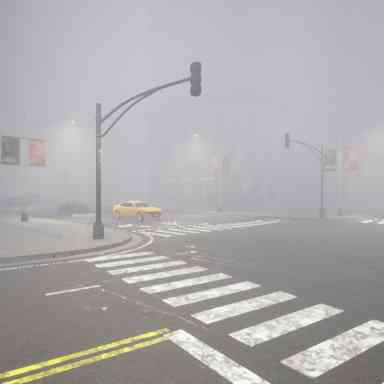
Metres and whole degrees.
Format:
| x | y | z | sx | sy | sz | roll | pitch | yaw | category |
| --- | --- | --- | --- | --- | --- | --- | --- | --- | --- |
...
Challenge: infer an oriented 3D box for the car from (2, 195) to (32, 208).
| x | y | z | sx | sy | sz | roll | pitch | yaw | category |
| --- | --- | --- | --- | --- | --- | --- | --- | --- | --- |
| -24.925 | 1.482 | 47.336 | 1.837 | 1.490 | 4.892 | 0 | 0 | -44 | car |

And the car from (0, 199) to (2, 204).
| x | y | z | sx | sy | sz | roll | pitch | yaw | category |
| --- | --- | --- | --- | --- | --- | --- | --- | --- | --- |
| -33.703 | 1.532 | 60.944 | 1.994 | 1.385 | 4.181 | 0 | 0 | -45 | car |

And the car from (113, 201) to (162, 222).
| x | y | z | sx | sy | sz | roll | pitch | yaw | category |
| --- | --- | --- | --- | --- | --- | --- | --- | --- | --- |
| -4.416 | 1.468 | 26.702 | 1.882 | 1.535 | 5.008 | 0 | 0 | -45 | car |

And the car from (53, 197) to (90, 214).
| x | y | z | sx | sy | sz | roll | pitch | yaw | category |
| --- | --- | --- | --- | --- | --- | --- | --- | --- | --- |
| -12.321 | 1.549 | 34.637 | 1.994 | 1.385 | 4.181 | 0 | 0 | -45 | car |

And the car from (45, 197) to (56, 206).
| x | y | z | sx | sy | sz | roll | pitch | yaw | category |
| --- | --- | --- | --- | --- | --- | --- | --- | --- | --- |
| -23.096 | 1.546 | 54.929 | 4.181 | 1.385 | 1.994 | 0 | 0 | 44 | car |

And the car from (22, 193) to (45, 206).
| x | y | z | sx | sy | sz | roll | pitch | yaw | category |
| --- | --- | --- | --- | --- | --- | --- | --- | --- | --- |
| -26.122 | 1.199 | 53.349 | 5.566 | 2.045 | 2.150 | 0 | 0 | 45 | car |
